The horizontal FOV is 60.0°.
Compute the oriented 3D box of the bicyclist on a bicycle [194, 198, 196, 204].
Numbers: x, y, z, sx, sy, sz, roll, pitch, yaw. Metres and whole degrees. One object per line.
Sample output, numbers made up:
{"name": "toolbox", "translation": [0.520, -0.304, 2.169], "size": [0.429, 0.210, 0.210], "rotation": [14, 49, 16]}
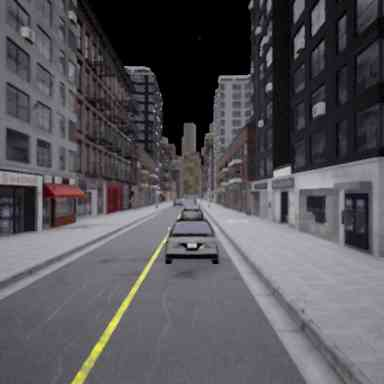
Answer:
{"name": "bicyclist on a bicycle", "translation": [0.772, 2.323, 77.324], "size": [0.582, 1.620, 1.656], "rotation": [0, -1, 0]}

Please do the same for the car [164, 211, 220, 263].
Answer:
{"name": "car", "translation": [0.015, 1.678, 12.507], "size": [2.033, 1.411, 5.357], "rotation": [0, -1, 0]}

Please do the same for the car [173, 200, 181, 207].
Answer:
{"name": "car", "translation": [-2.741, 2.277, 65.661], "size": [2.033, 1.411, 5.357], "rotation": [0, -1, 0]}

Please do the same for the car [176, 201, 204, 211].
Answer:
{"name": "car", "translation": [0.028, 1.797, 28.494], "size": [2.128, 1.511, 4.902], "rotation": [0, 0, 0]}

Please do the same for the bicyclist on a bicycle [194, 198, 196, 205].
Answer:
{"name": "bicyclist on a bicycle", "translation": [0.771, 2.432, 86.323], "size": [0.582, 1.620, 1.656], "rotation": [0, -1, 0]}
